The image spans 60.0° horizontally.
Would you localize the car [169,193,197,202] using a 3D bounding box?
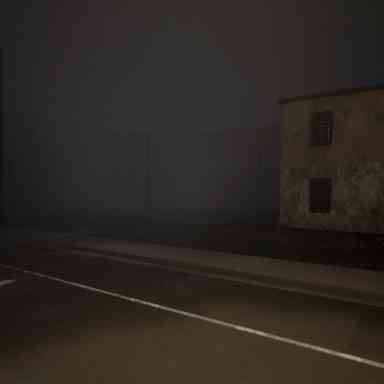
[{"bbox_3d":[-1.854,1.129,66.894,5.566,2.045,2.150,1,1,-15],"label":"car"}]
